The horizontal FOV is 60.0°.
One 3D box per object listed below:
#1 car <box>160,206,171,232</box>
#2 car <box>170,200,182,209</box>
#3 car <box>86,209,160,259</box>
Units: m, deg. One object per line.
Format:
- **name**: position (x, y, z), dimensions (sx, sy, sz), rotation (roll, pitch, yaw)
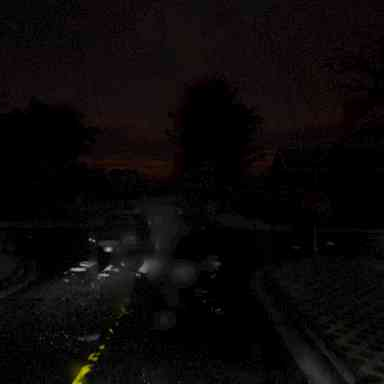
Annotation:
- **car**: position (-2.648, 1.757, 21.290), dimensions (1.895, 1.301, 4.718), rotation (0, -1, 0)
- **car**: position (-2.556, 1.936, 53.789), dimensions (1.895, 1.301, 4.718), rotation (0, 0, 1)
- **car**: position (-2.682, 1.591, 13.182), dimensions (2.128, 1.511, 4.902), rotation (0, 0, 0)
